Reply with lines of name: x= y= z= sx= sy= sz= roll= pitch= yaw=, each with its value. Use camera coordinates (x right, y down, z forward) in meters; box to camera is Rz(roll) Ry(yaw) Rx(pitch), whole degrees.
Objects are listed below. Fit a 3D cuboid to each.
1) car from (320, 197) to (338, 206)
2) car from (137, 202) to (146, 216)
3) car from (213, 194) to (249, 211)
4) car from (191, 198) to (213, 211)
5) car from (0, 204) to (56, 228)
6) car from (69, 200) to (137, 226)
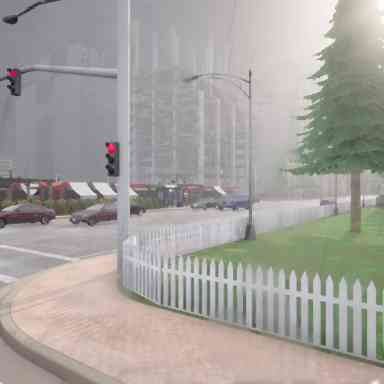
car: x=21.035 y=1.526 z=51.303 sx=1.812 sy=1.442 sz=4.674 roll=0 pitch=0 yaw=34
car: x=-6.252 y=1.478 z=29.968 sx=1.882 sy=1.535 sz=5.008 roll=0 pitch=0 yaw=34
car: x=5.205 y=1.220 z=40.676 sx=2.150 sy=2.045 sz=5.566 roll=0 pitch=0 yaw=34
car: x=1.737 y=1.489 z=41.783 sx=2.128 sy=1.511 sz=4.902 roll=0 pitch=0 yaw=34
car: x=-11.475 y=1.526 z=22.225 sx=1.812 sy=1.442 sz=4.674 roll=0 pitch=0 yaw=36
car: x=-6.360 y=1.526 z=23.511 sx=1.812 sy=1.442 sz=4.674 roll=0 pitch=0 yaw=34
